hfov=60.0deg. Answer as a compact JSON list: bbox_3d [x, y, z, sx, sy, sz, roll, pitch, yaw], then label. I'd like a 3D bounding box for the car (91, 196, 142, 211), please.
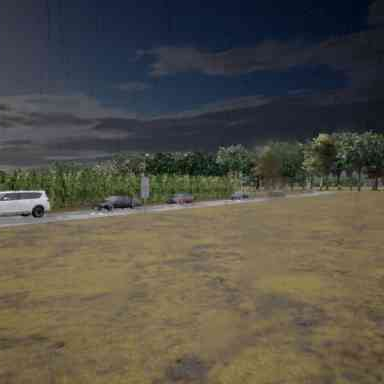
[{"bbox_3d":[-7.300,1.066,32.744,2.033,1.411,5.357,0,1,35],"label":"car"}]

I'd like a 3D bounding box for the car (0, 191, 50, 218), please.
[{"bbox_3d":[-13.248,0.933,24.309,2.150,2.045,5.566,0,1,35],"label":"car"}]

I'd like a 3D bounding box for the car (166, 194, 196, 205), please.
[{"bbox_3d":[-1.327,0.890,41.191,1.994,1.385,4.181,0,1,36],"label":"car"}]

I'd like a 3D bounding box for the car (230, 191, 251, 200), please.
[{"bbox_3d":[7.952,0.571,54.201,1.837,1.490,4.892,0,1,35],"label":"car"}]

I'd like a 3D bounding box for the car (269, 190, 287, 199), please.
[{"bbox_3d":[15.457,0.344,59.901,1.882,1.535,5.008,0,1,35],"label":"car"}]
